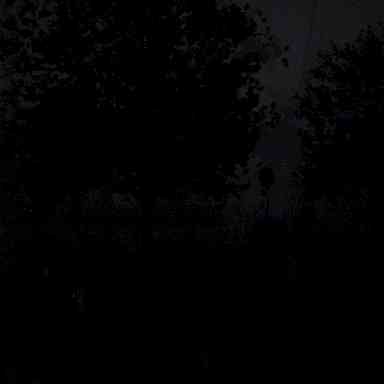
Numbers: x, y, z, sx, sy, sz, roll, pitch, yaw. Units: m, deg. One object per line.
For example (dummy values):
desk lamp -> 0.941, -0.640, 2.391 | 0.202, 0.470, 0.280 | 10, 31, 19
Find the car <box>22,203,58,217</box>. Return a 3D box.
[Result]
car -> -14.998, 1.732, 33.010 | 1.994, 1.385, 4.181 | 0, 0, 0

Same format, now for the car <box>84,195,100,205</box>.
car -> -19.592, 1.754, 69.755 | 5.566, 2.045, 2.435 | 0, -1, -23

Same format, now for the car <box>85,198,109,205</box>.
car -> -20.662, 2.066, 72.193 | 4.892, 1.521, 2.231 | 0, -1, -23

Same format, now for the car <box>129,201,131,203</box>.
car -> -13.459, 2.272, 86.529 | 4.553, 1.767, 2.185 | 0, -2, -23

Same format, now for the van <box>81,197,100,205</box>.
van -> -26.011, 2.261, 85.094 | 4.442, 1.987, 1.878 | 0, -2, -23

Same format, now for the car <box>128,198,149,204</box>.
car -> -14.395, 2.499, 89.295 | 5.366, 1.575, 1.946 | 0, -2, -23

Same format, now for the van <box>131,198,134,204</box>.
van -> -12.355, 2.077, 83.703 | 4.442, 1.987, 1.878 | 0, -2, -23

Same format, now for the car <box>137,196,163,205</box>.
car -> -9.857, 1.877, 78.040 | 5.566, 2.045, 2.435 | 0, -2, -23

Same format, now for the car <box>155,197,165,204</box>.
car -> -7.515, 1.869, 72.565 | 4.553, 1.767, 2.185 | 0, -1, -23

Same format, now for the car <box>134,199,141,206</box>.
car -> -9.107, 1.600, 63.383 | 2.150, 2.045, 5.566 | 0, -1, -2

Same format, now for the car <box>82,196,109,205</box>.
car -> -21.742, 1.880, 74.775 | 5.566, 2.045, 2.435 | 0, -1, -23
